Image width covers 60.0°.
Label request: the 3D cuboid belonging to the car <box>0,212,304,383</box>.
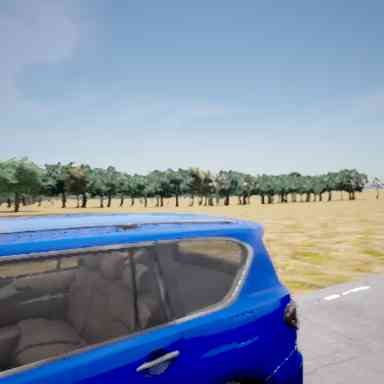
[{"bbox_3d":[-1.623,1.217,2.190,5.566,2.045,2.150,0,0,-35],"label":"car"}]
